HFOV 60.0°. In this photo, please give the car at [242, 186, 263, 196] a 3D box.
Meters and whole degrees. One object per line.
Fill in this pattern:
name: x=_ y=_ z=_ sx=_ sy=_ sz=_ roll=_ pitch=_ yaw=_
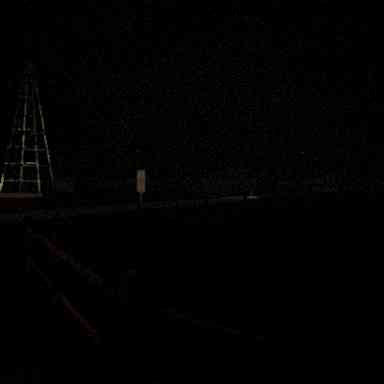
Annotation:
car: x=9.746 y=-0.141 z=52.971 sx=1.837 sy=1.490 sz=4.892 roll=0 pitch=1 yaw=35
